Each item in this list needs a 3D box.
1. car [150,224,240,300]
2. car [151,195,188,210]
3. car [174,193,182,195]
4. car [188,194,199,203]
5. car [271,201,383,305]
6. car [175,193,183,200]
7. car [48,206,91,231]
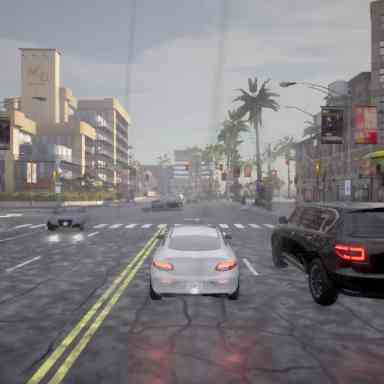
[{"bbox_3d":[0.061,1.526,8.289,1.812,1.442,4.674,0,0,0],"label":"car"},{"bbox_3d":[-3.186,1.491,42.609,2.128,1.511,4.902,0,0,35],"label":"car"},{"bbox_3d":[-3.574,1.553,71.265,1.994,1.385,4.181,0,0,0],"label":"car"},{"bbox_3d":[-0.027,1.559,71.762,1.994,1.385,4.181,0,0,0],"label":"car"},{"bbox_3d":[3.559,1.221,8.232,2.150,2.045,5.566,0,0,0],"label":"car"},{"bbox_3d":[-3.599,1.225,91.812,2.150,2.045,5.566,0,0,0],"label":"car"},{"bbox_3d":[-7.382,1.564,20.449,1.994,1.385,4.181,0,0,-10],"label":"car"}]
